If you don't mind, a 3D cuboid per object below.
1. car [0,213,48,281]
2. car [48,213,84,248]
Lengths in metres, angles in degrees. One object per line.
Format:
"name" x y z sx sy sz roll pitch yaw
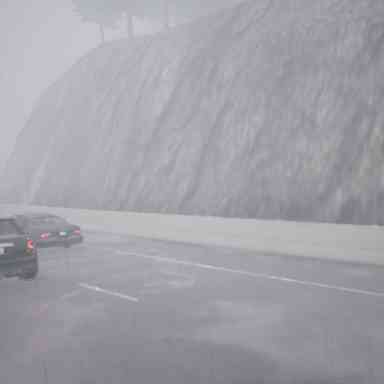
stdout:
"car" -6.050 1.366 8.842 4.553 1.767 2.097 0 0 39
"car" -6.640 1.571 13.835 5.357 1.411 2.033 0 0 41
